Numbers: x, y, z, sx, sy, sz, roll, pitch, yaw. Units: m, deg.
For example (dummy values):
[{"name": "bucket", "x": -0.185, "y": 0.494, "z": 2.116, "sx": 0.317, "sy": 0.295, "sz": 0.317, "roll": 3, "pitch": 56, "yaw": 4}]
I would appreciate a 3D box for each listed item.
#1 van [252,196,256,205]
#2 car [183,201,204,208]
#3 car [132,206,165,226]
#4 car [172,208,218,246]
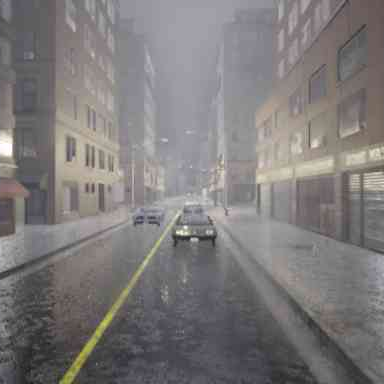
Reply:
[{"name": "van", "x": 11.683, "y": 1.462, "z": 52.938, "sx": 3.998, "sy": 1.788, "sz": 1.690, "roll": 0, "pitch": 0, "yaw": 1}, {"name": "car", "x": 0.109, "y": 1.573, "z": 32.496, "sx": 2.128, "sy": 1.511, "sz": 4.902, "roll": 0, "pitch": 0, "yaw": 0}, {"name": "car", "x": -2.996, "y": 1.706, "z": 23.714, "sx": 1.895, "sy": 1.301, "sz": 4.718, "roll": 0, "pitch": 0, "yaw": 0}, {"name": "car", "x": 0.103, "y": 1.643, "z": 15.587, "sx": 1.895, "sy": 1.301, "sz": 4.718, "roll": 0, "pitch": 0, "yaw": 0}]
